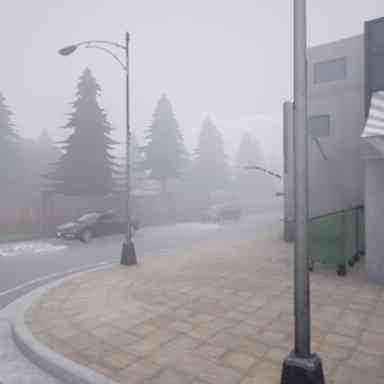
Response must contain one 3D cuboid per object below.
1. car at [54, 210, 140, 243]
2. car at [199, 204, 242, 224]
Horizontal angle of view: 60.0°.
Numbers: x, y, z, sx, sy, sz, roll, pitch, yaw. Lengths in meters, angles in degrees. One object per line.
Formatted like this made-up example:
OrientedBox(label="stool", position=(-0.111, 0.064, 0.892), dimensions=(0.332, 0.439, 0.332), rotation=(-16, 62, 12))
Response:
OrientedBox(label="car", position=(-5.007, 1.786, 18.081), dimensions=(1.837, 1.490, 4.892), rotation=(-1, 0, 36))
OrientedBox(label="car", position=(2.466, 1.783, 28.175), dimensions=(1.837, 1.490, 4.892), rotation=(-1, 0, 37))
